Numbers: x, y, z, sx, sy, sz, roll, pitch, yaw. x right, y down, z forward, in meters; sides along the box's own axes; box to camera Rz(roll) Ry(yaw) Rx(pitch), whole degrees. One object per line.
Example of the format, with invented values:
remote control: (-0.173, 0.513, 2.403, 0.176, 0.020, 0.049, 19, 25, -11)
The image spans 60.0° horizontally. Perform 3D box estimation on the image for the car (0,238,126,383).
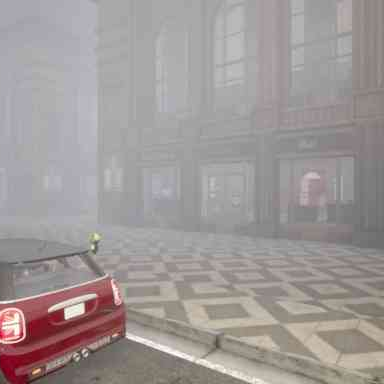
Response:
car: (-2.974, 1.440, 5.086, 4.097, 1.590, 1.967, 0, 0, 36)
